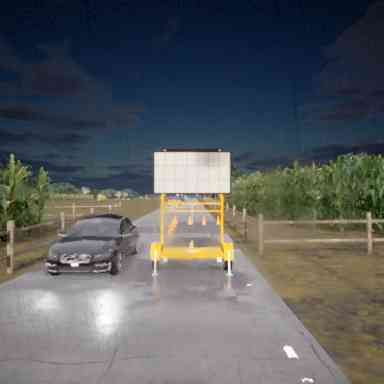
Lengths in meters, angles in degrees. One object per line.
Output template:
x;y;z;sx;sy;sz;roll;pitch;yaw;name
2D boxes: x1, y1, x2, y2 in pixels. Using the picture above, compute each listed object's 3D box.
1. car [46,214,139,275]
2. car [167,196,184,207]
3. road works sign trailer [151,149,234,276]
-2.843;1.505;10.488;1.837;1.490;4.892;0;0;0;car
-2.813;1.458;52.470;2.097;1.767;4.553;0;0;0;car
0.007;0.465;10.347;2.380;3.560;2.880;0;0;0;road works sign trailer
